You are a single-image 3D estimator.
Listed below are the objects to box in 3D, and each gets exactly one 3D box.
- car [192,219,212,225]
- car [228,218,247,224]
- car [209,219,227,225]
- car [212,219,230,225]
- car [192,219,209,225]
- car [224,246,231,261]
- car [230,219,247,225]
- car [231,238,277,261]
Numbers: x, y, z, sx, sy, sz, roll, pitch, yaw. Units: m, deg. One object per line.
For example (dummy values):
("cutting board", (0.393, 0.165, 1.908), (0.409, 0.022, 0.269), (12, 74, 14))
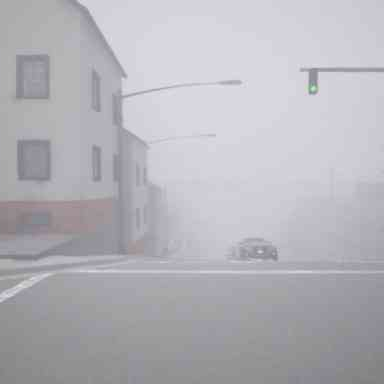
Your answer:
("car", (2.187, 8.086, 88.448), (2.038, 1.542, 4.974), (-1, 1, -45))
("car", (12.135, 7.854, 88.980), (4.536, 1.218, 1.853), (0, 1, 30))
("car", (6.835, 7.899, 88.352), (4.536, 1.218, 1.853), (-1, 1, -35))
("car", (6.793, 8.057, 88.324), (4.974, 1.542, 2.038), (-1, 1, -35))
("car", (2.149, 7.928, 88.483), (1.853, 1.218, 4.536), (-1, 1, -45))
("car", (3.916, 5.468, 29.440), (1.837, 1.490, 4.892), (-1, -13, 1))
("car", (12.181, 8.011, 88.957), (4.974, 1.542, 2.038), (0, 1, 30))
("car", (3.664, 3.397, 19.612), (1.994, 1.385, 4.181), (-1, -12, 1))
